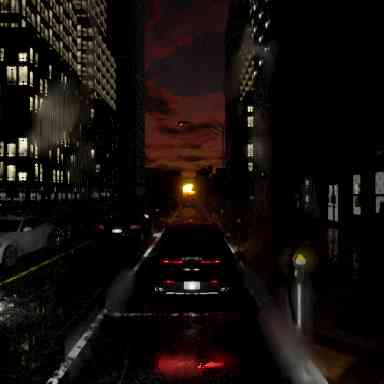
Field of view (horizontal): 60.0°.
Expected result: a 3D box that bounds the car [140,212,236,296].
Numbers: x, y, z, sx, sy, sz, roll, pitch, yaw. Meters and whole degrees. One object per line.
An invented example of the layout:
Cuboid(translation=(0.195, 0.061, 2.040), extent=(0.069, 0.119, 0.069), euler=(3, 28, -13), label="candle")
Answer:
Cuboid(translation=(0.000, 1.503, 8.649), extent=(1.837, 1.490, 4.892), euler=(0, 0, 0), label="car")

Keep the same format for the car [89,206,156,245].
Cuboid(translation=(-3.045, 1.561, 15.529), extent=(1.994, 1.385, 4.181), euler=(0, 0, 0), label="car")

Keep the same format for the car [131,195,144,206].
Cuboid(translation=(-8.833, 1.523, 49.953), extent=(1.887, 1.381, 4.507), euler=(0, 0, 0), label="car")

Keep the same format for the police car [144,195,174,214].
Cuboid(translation=(-3.145, 1.414, 32.615), extent=(1.930, 1.638, 5.238), euler=(0, 0, 0), label="police car")

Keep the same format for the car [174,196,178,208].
Cuboid(translation=(-3.045, 1.332, 47.815), extent=(2.097, 1.767, 4.553), euler=(0, 0, 0), label="car")

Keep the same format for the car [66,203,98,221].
Cuboid(translation=(-8.832, 1.575, 27.183), extent=(1.802, 1.307, 4.206), euler=(0, 0, 0), label="car")

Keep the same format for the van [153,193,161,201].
Cuboid(translation=(-8.831, 1.285, 84.106), extent=(1.690, 1.788, 3.998), euler=(0, 0, 0), label="van")

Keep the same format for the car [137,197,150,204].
Cuboid(translation=(-8.832, 1.550, 61.338), extent=(1.802, 1.307, 4.206), euler=(0, 0, 0), label="car")

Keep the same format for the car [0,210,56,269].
Cuboid(translation=(-6.232, 1.524, 11.339), extent=(1.812, 1.442, 4.674), euler=(0, 0, 0), label="car")

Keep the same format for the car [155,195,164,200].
Cuboid(translation=(-8.832, 1.504, 89.799), extent=(1.947, 1.339, 4.313), euler=(0, 0, 0), label="car")

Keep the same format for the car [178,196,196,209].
Cuboid(translation=(-0.452, 1.548, 44.248), extent=(1.947, 1.339, 4.313), euler=(0, 0, 0), label="car")

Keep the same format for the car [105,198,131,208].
Cuboid(translation=(-8.833, 1.537, 38.569), extent=(2.008, 1.369, 4.403), euler=(0, 0, 0), label="car")

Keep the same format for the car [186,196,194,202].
Cuboid(translation=(-0.452, 1.533, 78.399), extent=(1.802, 1.307, 4.206), euler=(0, 0, 0), label="car")
